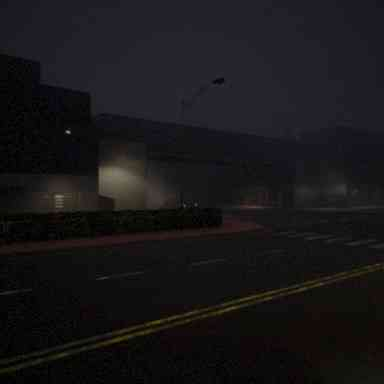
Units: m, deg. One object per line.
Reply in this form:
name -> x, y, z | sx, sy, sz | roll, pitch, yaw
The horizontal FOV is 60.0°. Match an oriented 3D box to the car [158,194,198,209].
car -> -1.329, 1.355, 35.820 | 2.097, 1.767, 4.553 | 0, 0, -36
